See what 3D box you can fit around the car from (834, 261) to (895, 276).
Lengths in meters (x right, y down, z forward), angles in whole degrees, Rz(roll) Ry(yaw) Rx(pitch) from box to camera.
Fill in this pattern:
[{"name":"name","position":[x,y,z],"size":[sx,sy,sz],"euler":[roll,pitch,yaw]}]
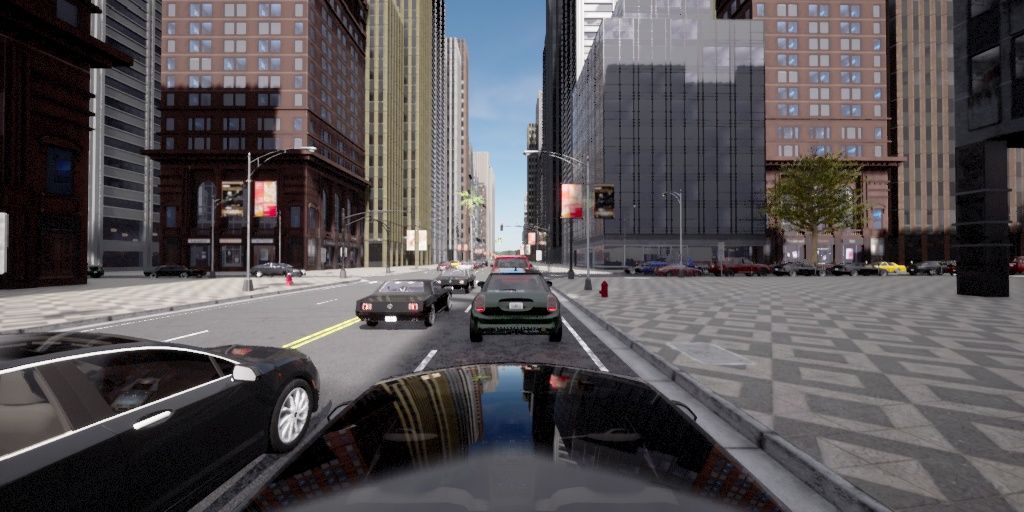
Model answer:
[{"name":"car","position":[32.167,1.259,33.254],"size":[4.313,1.339,1.948],"euler":[0,0,-1]}]

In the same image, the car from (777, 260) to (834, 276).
[{"name":"car","position":[26.530,1.274,33.155],"size":[4.313,1.339,1.948],"euler":[0,0,-1]}]

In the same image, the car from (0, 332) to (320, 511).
[{"name":"car","position":[-3.152,1.255,2.235],"size":[1.837,1.490,4.892],"euler":[0,0,0]}]

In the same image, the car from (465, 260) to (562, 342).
[{"name":"car","position":[0.081,1.108,9.940],"size":[2.097,1.767,4.553],"euler":[0,0,0]}]

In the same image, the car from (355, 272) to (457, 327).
[{"name":"car","position":[-3.167,1.360,11.587],"size":[1.895,1.301,4.718],"euler":[0,0,0]}]

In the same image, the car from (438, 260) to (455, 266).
[{"name":"car","position":[-9.941,1.501,53.158],"size":[1.812,1.442,4.674],"euler":[0,0,-3]}]

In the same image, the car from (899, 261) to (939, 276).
[{"name":"car","position":[42.523,1.226,36.067],"size":[4.674,1.442,1.812],"euler":[0,-1,-1]}]

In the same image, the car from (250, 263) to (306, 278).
[{"name":"car","position":[-22.715,1.417,34.914],"size":[4.902,1.511,2.128],"euler":[0,-1,0]}]

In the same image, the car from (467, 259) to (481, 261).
[{"name":"car","position":[-6.693,1.631,61.067],"size":[1.895,1.301,4.718],"euler":[0,0,0]}]

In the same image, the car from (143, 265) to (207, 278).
[{"name":"car","position":[-32.663,1.571,34.904],"size":[4.718,1.301,1.895],"euler":[0,-1,0]}]

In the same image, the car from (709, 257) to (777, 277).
[{"name":"car","position":[20.893,1.040,33.057],"size":[5.009,1.841,2.192],"euler":[0,0,-1]}]

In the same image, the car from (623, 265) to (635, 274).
[{"name":"car","position":[15.108,1.411,41.481],"size":[4.313,1.339,1.948],"euler":[0,0,-1]}]

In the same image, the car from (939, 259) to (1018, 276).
[{"name":"car","position":[43.442,1.213,33.451],"size":[4.507,1.381,1.888],"euler":[0,0,-1]}]

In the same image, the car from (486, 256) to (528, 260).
[{"name":"car","position":[-0.036,1.002,19.460],"size":[2.150,2.045,5.566],"euler":[0,0,0]}]

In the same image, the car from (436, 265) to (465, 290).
[{"name":"car","position":[-3.189,1.387,20.756],"size":[1.895,1.301,4.718],"euler":[0,0,0]}]

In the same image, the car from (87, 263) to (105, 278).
[{"name":"car","position":[-43.300,1.241,34.899],"size":[5.566,2.045,2.150],"euler":[0,-1,0]}]

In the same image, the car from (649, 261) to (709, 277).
[{"name":"car","position":[15.255,1.326,32.958],"size":[4.207,1.307,1.802],"euler":[0,0,-1]}]

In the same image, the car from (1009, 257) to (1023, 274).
[{"name":"car","position":[49.081,0.972,33.550],"size":[5.009,1.841,2.192],"euler":[0,0,-1]}]

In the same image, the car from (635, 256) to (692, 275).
[{"name":"car","position":[16.762,1.031,38.764],"size":[5.566,2.045,2.150],"euler":[0,-1,-1]}]

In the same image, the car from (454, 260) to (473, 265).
[{"name":"car","position":[-6.696,1.568,51.904],"size":[1.895,1.301,4.718],"euler":[0,0,0]}]

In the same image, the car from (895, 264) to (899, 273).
[{"name":"car","position":[43.130,1.294,41.971],"size":[4.829,1.417,1.751],"euler":[0,0,-1]}]
